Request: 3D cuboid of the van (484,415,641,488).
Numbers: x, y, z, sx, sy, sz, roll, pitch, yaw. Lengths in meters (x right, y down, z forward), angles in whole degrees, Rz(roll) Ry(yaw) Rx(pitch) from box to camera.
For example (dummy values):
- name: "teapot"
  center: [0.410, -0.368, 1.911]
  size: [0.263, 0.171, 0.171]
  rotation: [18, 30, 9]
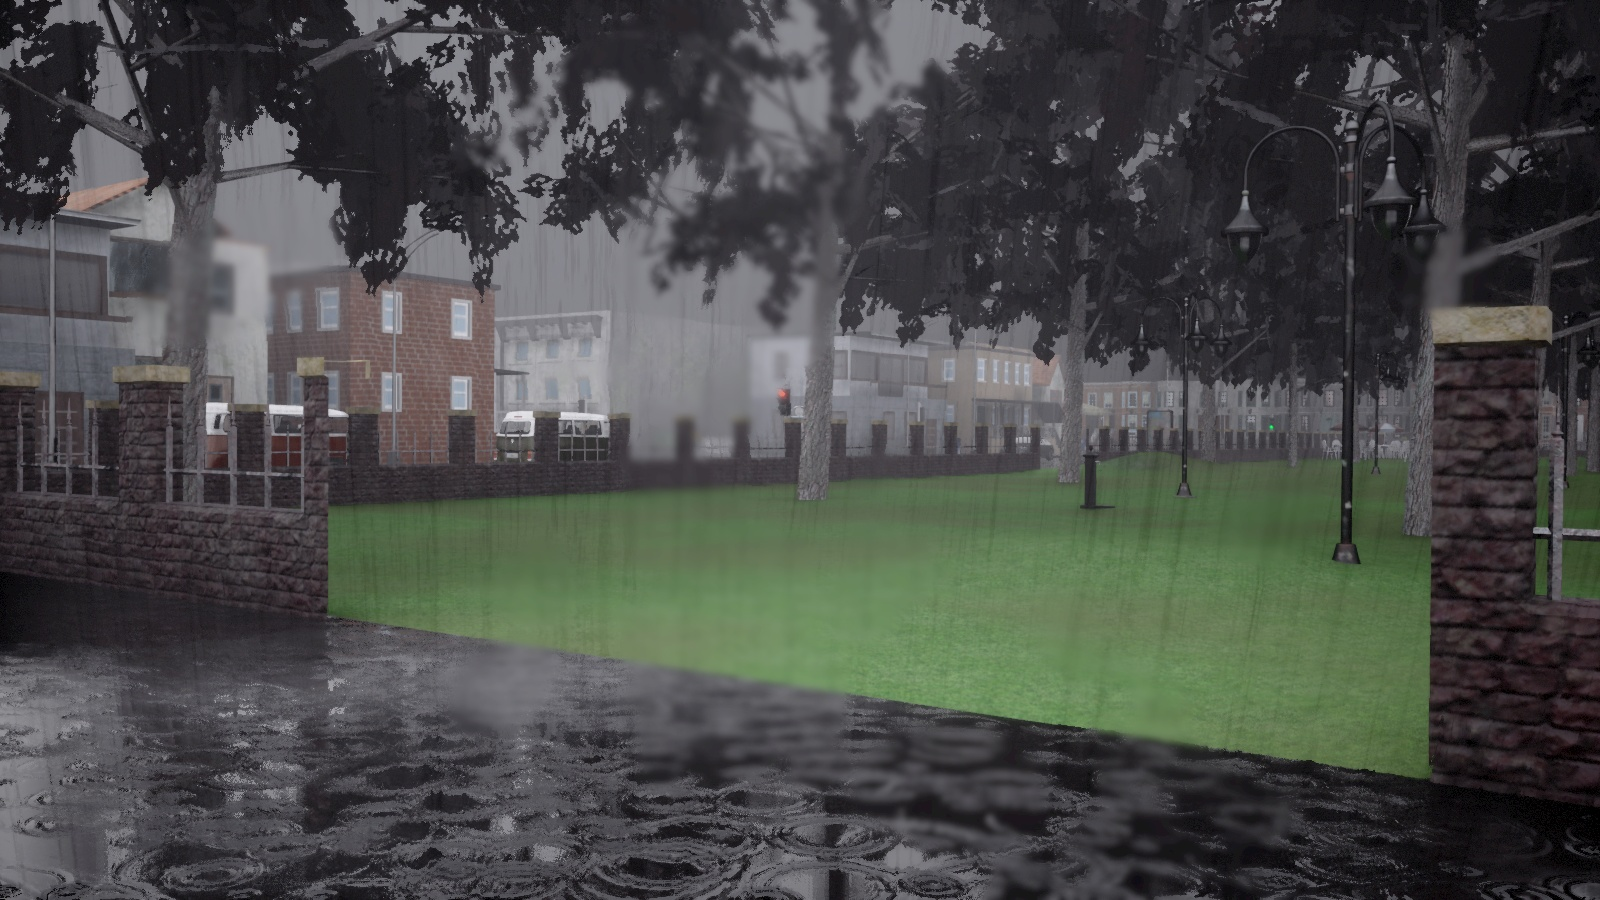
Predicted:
- name: "van"
  center: [-7.002, 0.007, 37.457]
  size: [2.069, 2.038, 4.480]
  rotation: [0, 1, 33]

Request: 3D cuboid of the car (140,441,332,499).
- name: "car"
  center: [-14.867, 0.476, 33.288]
  size: [1.994, 1.385, 4.181]
  rotation: [0, 1, 35]

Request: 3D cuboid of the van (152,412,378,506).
- name: "van"
  center: [-12.479, 0.164, 29.562]
  size: [2.069, 2.038, 4.480]
  rotation: [0, 1, 33]

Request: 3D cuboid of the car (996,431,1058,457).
- name: "car"
  center: [13.397, -0.373, 73.902]
  size: [1.812, 1.442, 4.674]
  rotation: [0, 1, 35]
